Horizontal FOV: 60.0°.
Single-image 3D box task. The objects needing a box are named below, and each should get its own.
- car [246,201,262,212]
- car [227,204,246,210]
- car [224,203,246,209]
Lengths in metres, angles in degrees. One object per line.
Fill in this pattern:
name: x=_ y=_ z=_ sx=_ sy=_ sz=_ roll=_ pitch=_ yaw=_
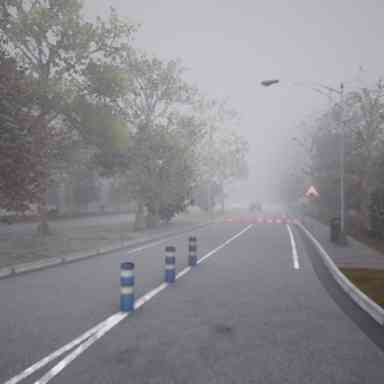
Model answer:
car: x=12.309 y=2.812 z=64.211 sx=2.150 sy=2.045 sz=5.566 roll=0 pitch=-1 yaw=15
car: x=12.600 y=4.173 z=93.960 sx=4.892 sy=1.521 sz=2.231 roll=0 pitch=-3 yaw=14
car: x=12.100 y=4.029 z=91.234 sx=5.366 sy=1.575 sz=1.946 roll=0 pitch=-3 yaw=14
